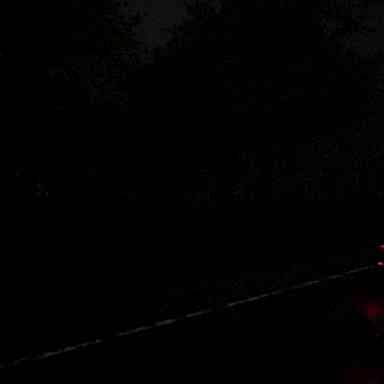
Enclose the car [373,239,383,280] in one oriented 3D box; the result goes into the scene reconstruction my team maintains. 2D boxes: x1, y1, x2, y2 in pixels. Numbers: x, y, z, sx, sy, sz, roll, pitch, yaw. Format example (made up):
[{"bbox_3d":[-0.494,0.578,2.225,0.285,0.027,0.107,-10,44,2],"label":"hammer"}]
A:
[{"bbox_3d":[6.444,1.446,8.355,4.902,1.511,2.128,0,0,-36],"label":"car"}]
